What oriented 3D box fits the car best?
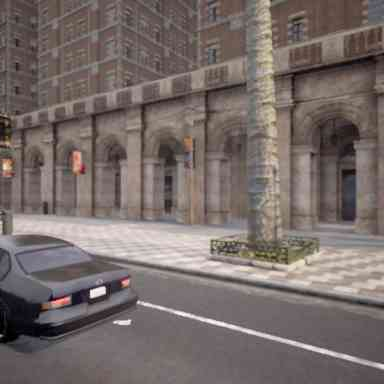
[{"bbox_3d":[-3.461,1.558,6.464,5.357,1.411,2.033,0,0,36],"label":"car"}]
